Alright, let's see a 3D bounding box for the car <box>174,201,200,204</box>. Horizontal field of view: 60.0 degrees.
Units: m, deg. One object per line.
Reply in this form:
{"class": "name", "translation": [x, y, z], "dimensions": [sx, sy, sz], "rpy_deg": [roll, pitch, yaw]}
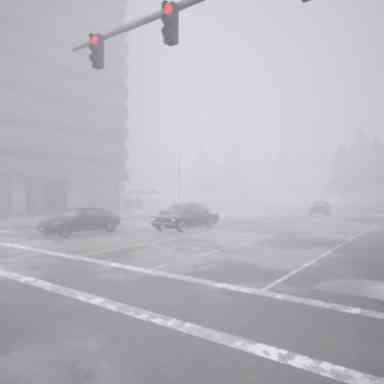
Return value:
{"class": "car", "translation": [-0.629, 1.513, 25.557], "dimensions": [1.837, 1.490, 4.892], "rpy_deg": [0, 0, 36]}

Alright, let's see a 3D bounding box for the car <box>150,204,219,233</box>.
{"class": "car", "translation": [-0.335, 1.607, 20.021], "dimensions": [1.895, 1.301, 4.718], "rpy_deg": [0, 0, 36]}

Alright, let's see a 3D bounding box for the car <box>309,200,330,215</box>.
{"class": "car", "translation": [12.839, 1.546, 33.506], "dimensions": [2.033, 1.411, 5.357], "rpy_deg": [0, 0, 23]}

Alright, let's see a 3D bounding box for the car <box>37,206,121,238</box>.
{"class": "car", "translation": [-6.001, 1.534, 18.165], "dimensions": [1.812, 1.442, 4.674], "rpy_deg": [0, 0, 36]}
